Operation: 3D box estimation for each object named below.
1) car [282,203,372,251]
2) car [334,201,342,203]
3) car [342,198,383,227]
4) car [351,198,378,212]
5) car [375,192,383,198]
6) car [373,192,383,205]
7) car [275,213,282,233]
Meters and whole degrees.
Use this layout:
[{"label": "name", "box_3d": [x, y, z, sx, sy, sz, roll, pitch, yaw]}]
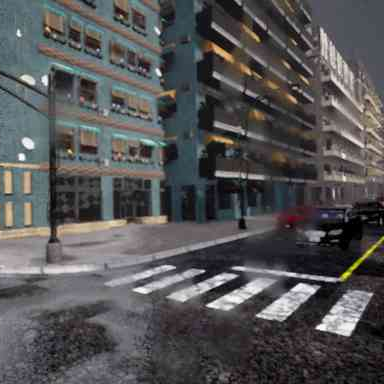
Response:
[{"label": "car", "box_3d": [5.843, 1.417, 13.983, 2.128, 1.511, 4.902, -2, -1, 36]}, {"label": "car", "box_3d": [12.235, 1.436, 27.165, 2.008, 1.369, 4.403, -1, 0, 36]}, {"label": "car", "box_3d": [11.445, 1.354, 21.685, 1.837, 1.490, 4.892, -2, -1, 36]}, {"label": "car", "box_3d": [18.897, 1.362, 36.329, 1.947, 1.339, 4.313, -1, 0, 36]}, {"label": "car", "box_3d": [17.305, 1.123, 29.738, 2.097, 1.767, 4.553, -2, -1, 36]}, {"label": "car", "box_3d": [28.883, 0.980, 50.075, 2.192, 1.841, 5.009, -2, 0, 36]}, {"label": "car", "box_3d": [6.221, 1.512, 19.047, 1.887, 1.381, 4.507, -1, 0, 36]}]
